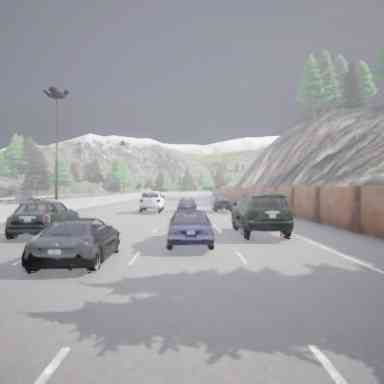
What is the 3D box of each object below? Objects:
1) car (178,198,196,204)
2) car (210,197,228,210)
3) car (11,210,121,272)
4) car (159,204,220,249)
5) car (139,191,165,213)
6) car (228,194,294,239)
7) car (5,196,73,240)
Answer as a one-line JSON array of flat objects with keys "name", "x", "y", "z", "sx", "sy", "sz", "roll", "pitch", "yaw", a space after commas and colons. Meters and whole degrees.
[{"name": "car", "x": -0.493, "y": 1.289, "z": 34.719, "sx": 1.994, "sy": 1.385, "sz": 4.181, "roll": 0, "pitch": 0, "yaw": -1}, {"name": "car", "x": 3.020, "y": 1.233, "z": 34.127, "sx": 1.837, "sy": 1.490, "sz": 4.892, "roll": 0, "pitch": 0, "yaw": -1}, {"name": "car", "x": -3.533, "y": 1.482, "z": 10.470, "sx": 1.994, "sy": 1.385, "sz": 4.181, "roll": 0, "pitch": 0, "yaw": -1}, {"name": "car", "x": -0.087, "y": 1.436, "z": 14.013, "sx": 2.033, "sy": 1.411, "sz": 5.357, "roll": 0, "pitch": 0, "yaw": -1}, {"name": "car", "x": -3.967, "y": 0.959, "z": 33.402, "sx": 2.150, "sy": 2.045, "sz": 5.566, "roll": 0, "pitch": 0, "yaw": -1}, {"name": "car", "x": 3.360, "y": 1.087, "z": 16.726, "sx": 2.150, "sy": 2.045, "sz": 5.566, "roll": 0, "pitch": 0, "yaw": -1}, {"name": "car", "x": -7.139, "y": 1.224, "z": 16.464, "sx": 2.097, "sy": 1.767, "sz": 4.553, "roll": 0, "pitch": 0, "yaw": -1}]
